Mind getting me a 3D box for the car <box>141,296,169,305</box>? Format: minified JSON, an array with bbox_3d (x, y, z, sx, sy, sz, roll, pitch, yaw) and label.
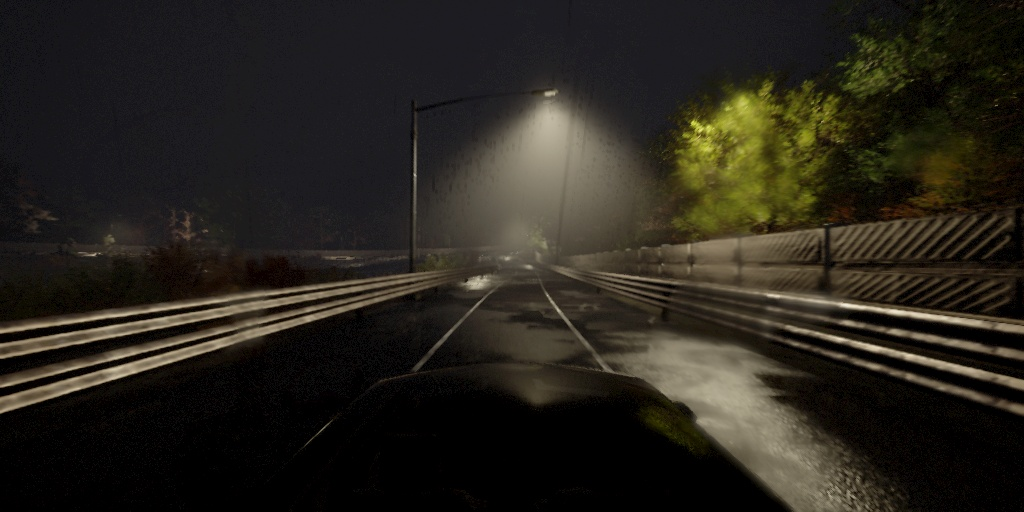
[{"bbox_3d":[-44.427,6.046,46.921,2.128,1.511,4.902,1,3,17],"label":"car"}]
